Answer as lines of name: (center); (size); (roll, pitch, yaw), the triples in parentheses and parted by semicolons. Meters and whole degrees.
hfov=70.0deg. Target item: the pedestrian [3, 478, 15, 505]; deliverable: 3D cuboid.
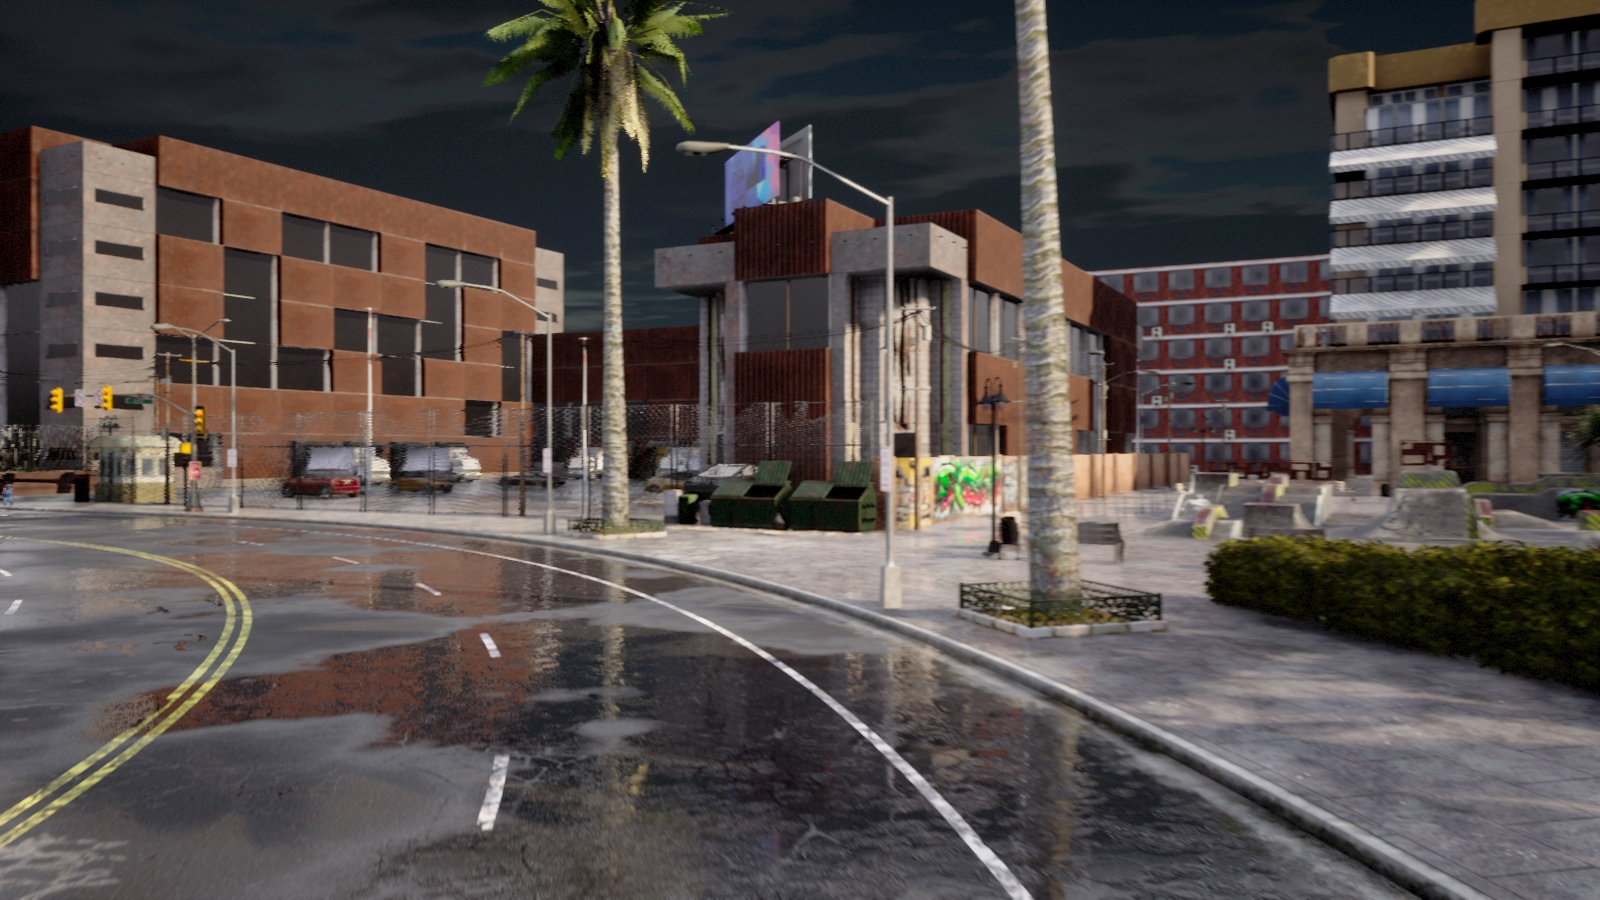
pedestrian: (-38.567, 2.011, 55.717); (0.375, 1.300, 0.375); (0, 0, 32)
